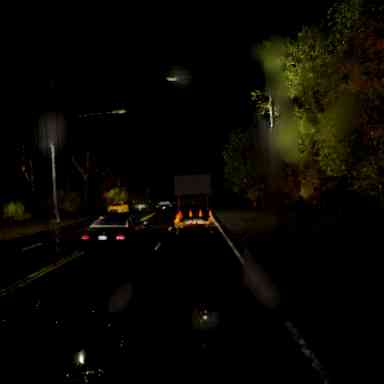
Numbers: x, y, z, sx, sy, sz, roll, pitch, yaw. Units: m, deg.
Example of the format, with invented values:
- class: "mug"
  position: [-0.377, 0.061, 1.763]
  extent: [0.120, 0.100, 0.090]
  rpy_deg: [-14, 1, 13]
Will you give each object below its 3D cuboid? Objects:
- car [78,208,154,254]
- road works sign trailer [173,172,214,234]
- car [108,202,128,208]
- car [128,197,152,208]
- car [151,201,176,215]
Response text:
- class: "car"
  position: [-3.010, 1.591, 13.667]
  extent: [2.033, 1.411, 5.357]
  rpy_deg: [0, 0, 0]
- class: "road works sign trailer"
  position: [0.083, 0.601, 20.492]
  extent: [2.380, 3.560, 2.880]
  rpy_deg: [-3, 0, 1]
- class: "car"
  position: [-9.481, 2.072, 42.939]
  extent: [1.882, 1.535, 5.008]
  rpy_deg: [-3, 0, 1]
- class: "car"
  position: [-6.253, 1.672, 42.690]
  extent: [2.150, 2.045, 5.566]
  rpy_deg: [-3, 0, 1]
- class: "car"
  position: [-2.873, 1.719, 36.491]
  extent: [1.994, 1.385, 4.181]
  rpy_deg: [-4, -3, 1]
